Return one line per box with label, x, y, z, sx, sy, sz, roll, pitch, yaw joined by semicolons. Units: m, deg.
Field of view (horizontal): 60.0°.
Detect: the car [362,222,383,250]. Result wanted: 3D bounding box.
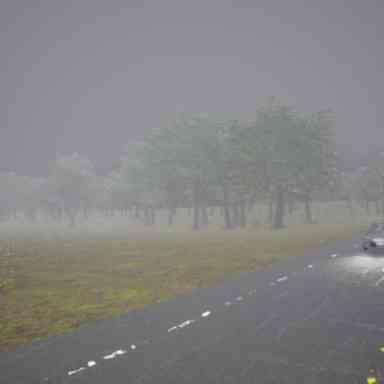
car;11.165;2.523;19.216;2.128;1.511;4.902;-3;-4;36
